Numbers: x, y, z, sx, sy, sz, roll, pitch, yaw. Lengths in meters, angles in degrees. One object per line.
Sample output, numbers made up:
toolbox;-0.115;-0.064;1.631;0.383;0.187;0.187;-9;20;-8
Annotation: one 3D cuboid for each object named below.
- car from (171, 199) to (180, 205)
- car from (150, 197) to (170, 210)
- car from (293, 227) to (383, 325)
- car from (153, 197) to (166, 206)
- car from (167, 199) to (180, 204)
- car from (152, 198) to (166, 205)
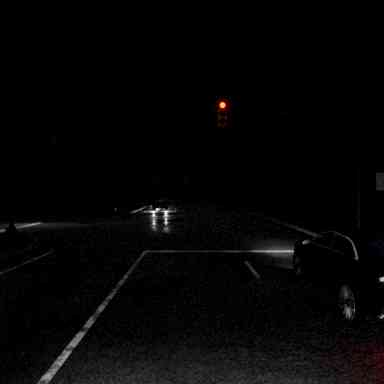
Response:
car;-3.923;2.112;69.456;1.994;1.385;4.181;0;-1;-14
car;-4.052;1.592;42.778;1.812;1.442;4.674;0;-1;-3
car;3.586;1.491;7.072;2.128;1.511;4.902;0;0;1
car;-6.033;1.743;61.712;2.097;1.767;4.553;0;-1;-10
car;-4.690;2.434;83.542;1.895;1.301;4.718;0;-1;-22
car;-8.317;2.338;83.152;1.882;1.535;5.008;0;-1;-25
